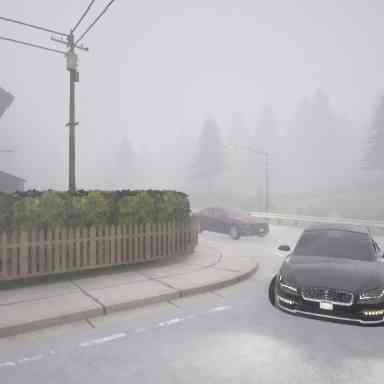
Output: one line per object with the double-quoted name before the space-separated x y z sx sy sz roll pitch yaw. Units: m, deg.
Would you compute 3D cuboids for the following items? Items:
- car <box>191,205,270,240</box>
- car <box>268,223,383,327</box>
"car" 1.851 1.478 17.428 1.882 1.535 5.008 0 0 -33
"car" 3.151 1.505 7.292 1.837 1.490 4.892 0 0 27
